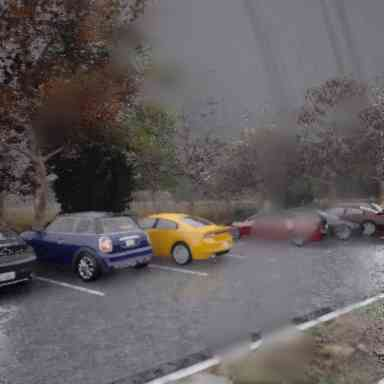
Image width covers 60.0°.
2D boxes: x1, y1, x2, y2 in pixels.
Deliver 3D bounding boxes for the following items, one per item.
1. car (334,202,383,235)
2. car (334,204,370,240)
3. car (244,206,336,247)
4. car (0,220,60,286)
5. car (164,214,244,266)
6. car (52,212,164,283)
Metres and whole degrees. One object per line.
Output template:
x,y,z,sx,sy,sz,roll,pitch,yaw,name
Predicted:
8.489,1.507,18.832,5.008,1.535,2.097,-1,-1,33,car
6.159,1.537,17.030,4.792,1.488,2.163,-1,-1,33,car
3.732,1.538,15.277,4.792,1.488,2.163,-1,-1,33,car
-5.809,1.510,8.257,4.892,1.521,2.231,-1,-1,34,car
-1.000,1.508,11.733,5.008,1.535,2.097,-1,-1,34,car
-3.380,1.383,9.980,4.553,1.767,2.185,-1,-1,34,car
